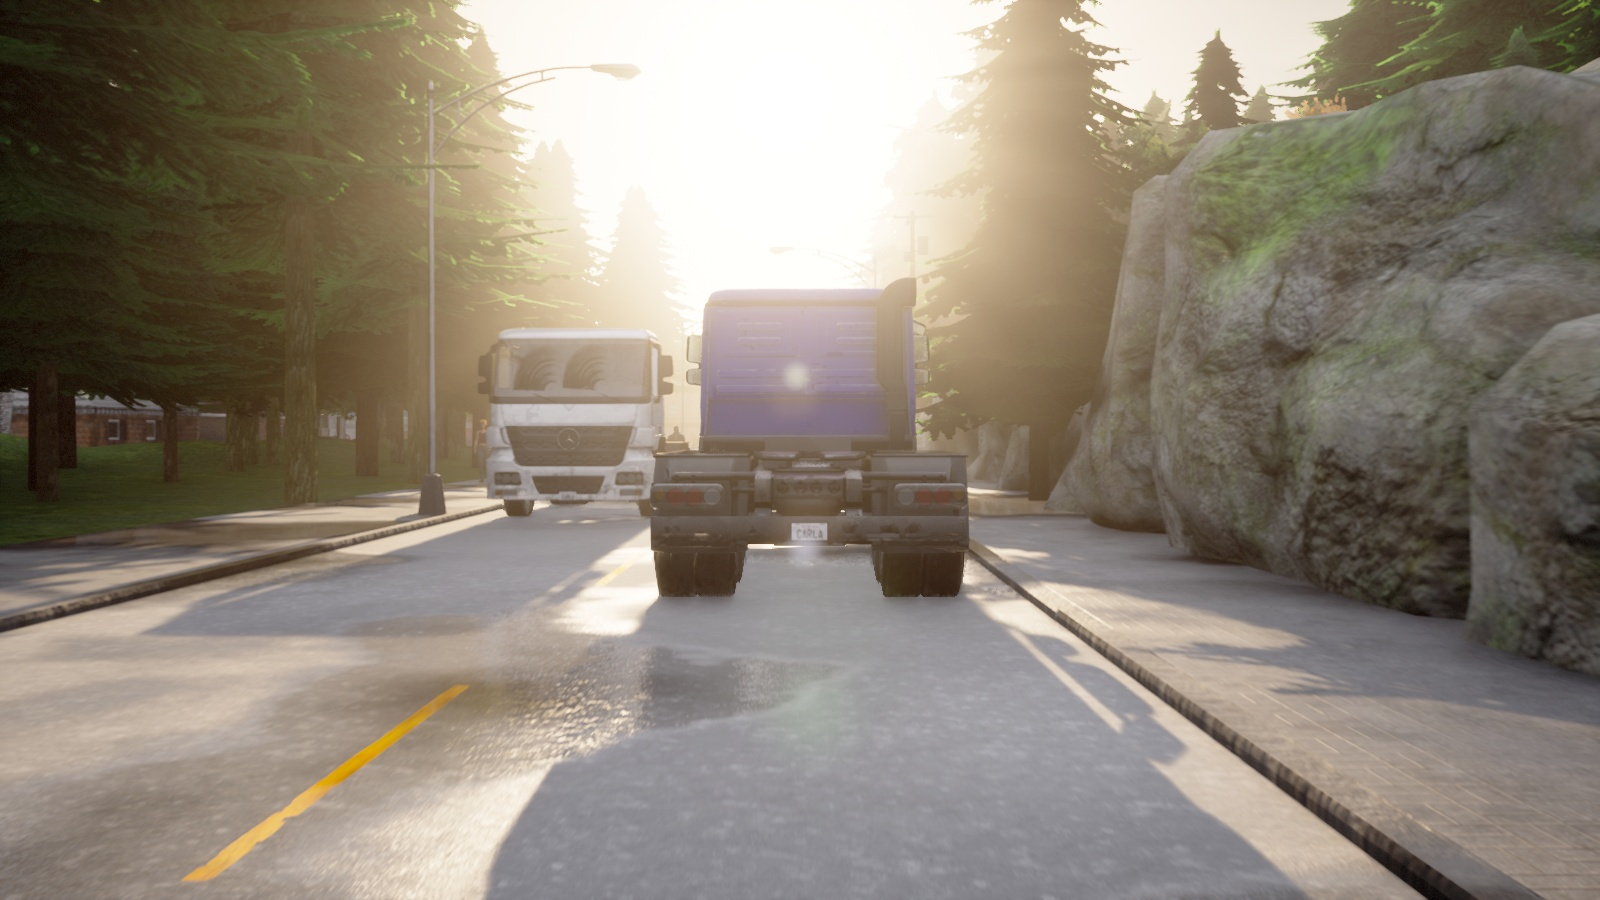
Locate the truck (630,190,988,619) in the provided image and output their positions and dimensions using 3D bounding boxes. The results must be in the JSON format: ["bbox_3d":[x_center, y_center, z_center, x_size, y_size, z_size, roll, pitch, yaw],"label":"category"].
[{"bbox_3d":[0.094,-0.414,14.129,2.891,3.462,7.936,0,1,0],"label":"truck"}]

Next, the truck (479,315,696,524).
[{"bbox_3d":[-3.848,-0.550,24.767,2.891,3.462,7.936,0,1,0],"label":"truck"}]

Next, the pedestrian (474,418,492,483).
[{"bbox_3d":[-9.007,0.000,35.699,0.345,1.836,0.594,0,1,0],"label":"pedestrian"}]
